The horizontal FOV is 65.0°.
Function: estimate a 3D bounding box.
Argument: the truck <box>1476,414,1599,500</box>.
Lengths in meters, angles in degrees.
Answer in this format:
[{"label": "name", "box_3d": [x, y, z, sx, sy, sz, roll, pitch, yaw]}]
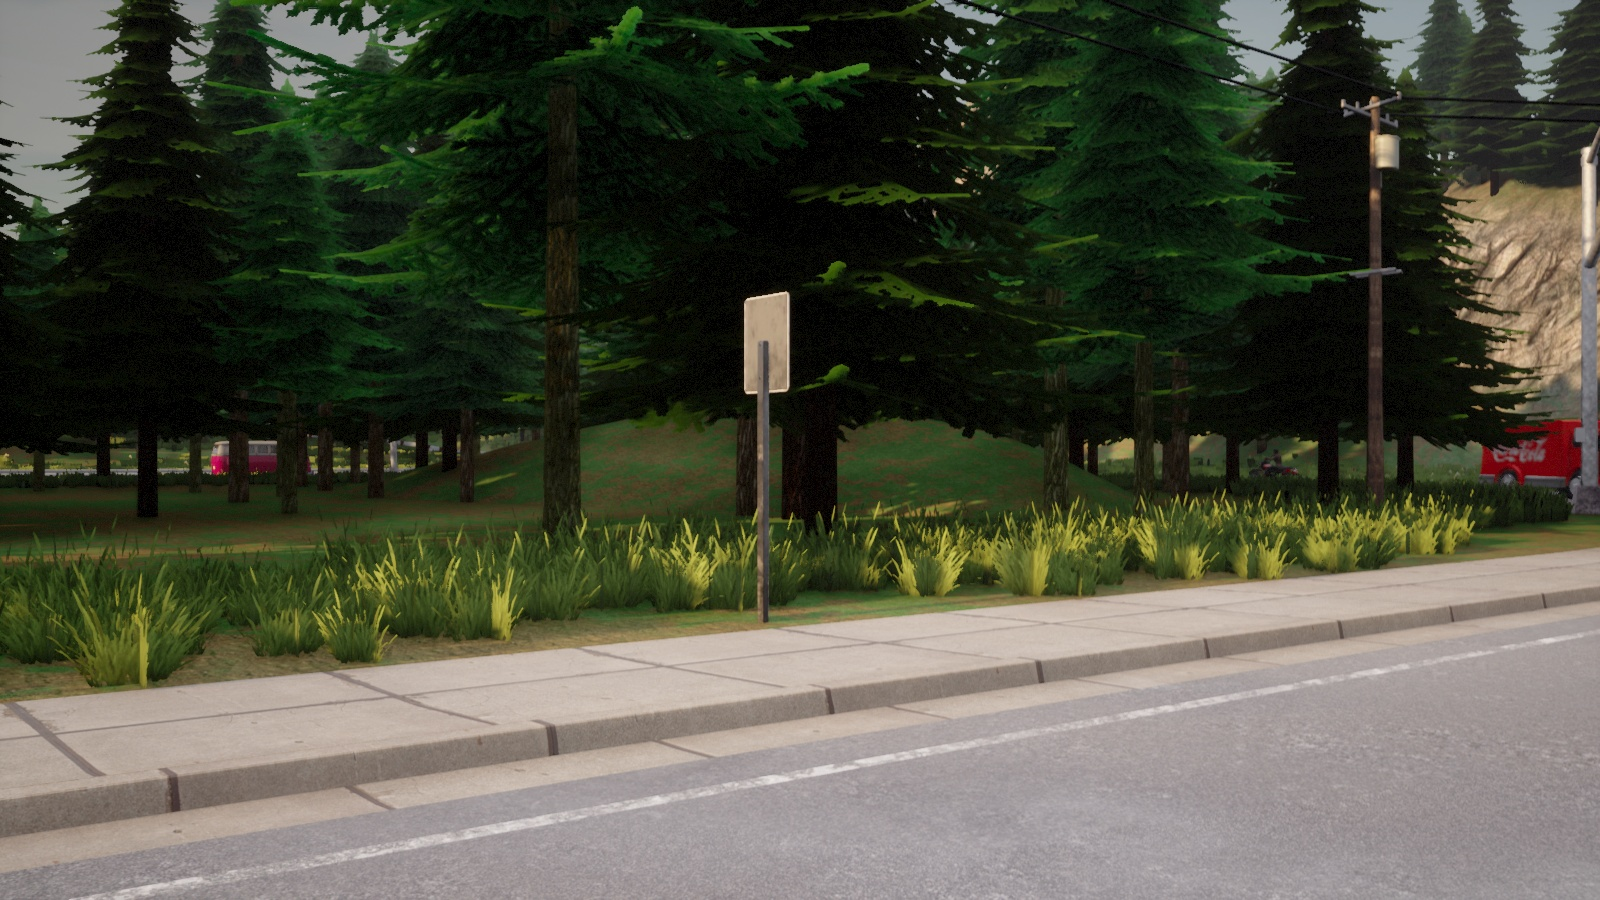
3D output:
[{"label": "truck", "box_3d": [23.787, 0.219, 38.651, 2.627, 2.467, 5.204, 0, 0, -9]}]

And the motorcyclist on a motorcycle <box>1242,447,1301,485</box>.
[{"label": "motorcyclist on a motorcycle", "box_3d": [20.575, 0.689, 54.808, 0.766, 1.649, 2.350, 0, 0, -36]}]

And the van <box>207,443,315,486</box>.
[{"label": "van", "box_3d": [-25.501, 0.671, 59.441, 4.442, 1.987, 1.775, 0, 0, -35]}]
